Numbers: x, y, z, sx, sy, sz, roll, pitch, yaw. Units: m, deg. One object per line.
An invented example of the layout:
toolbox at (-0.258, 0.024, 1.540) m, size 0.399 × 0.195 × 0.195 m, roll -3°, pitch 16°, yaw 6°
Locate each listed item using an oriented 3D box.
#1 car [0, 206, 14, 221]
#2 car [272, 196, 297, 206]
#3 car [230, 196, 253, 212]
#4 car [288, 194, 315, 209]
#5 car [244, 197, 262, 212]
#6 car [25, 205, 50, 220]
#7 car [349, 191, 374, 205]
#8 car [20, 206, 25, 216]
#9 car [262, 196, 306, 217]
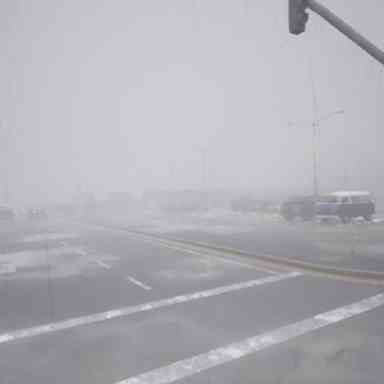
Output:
car at (-20.658, 2.392, 36.390) m, size 1.882 × 1.535 × 5.008 m, roll -1°, pitch -1°, yaw -31°
car at (15.307, 1.495, 55.074) m, size 3.905 × 1.438 × 1.784 m, roll -1°, pitch -1°, yaw -32°
car at (6.803, 1.379, 39.979) m, size 4.605 × 1.855 × 1.932 m, roll -1°, pitch -1°, yaw -32°
car at (16.756, 1.219, 52.571) m, size 4.605 × 1.855 × 1.932 m, roll -1°, pitch -1°, yaw -32°
car at (8.250, 1.527, 37.714) m, size 3.905 × 1.438 × 1.784 m, roll -1°, pitch -1°, yaw -32°
car at (-17.767, 2.378, 38.375) m, size 1.812 × 1.442 × 4.674 m, roll -1°, pitch -1°, yaw -31°
car at (31.690, 0.887, 61.728) m, size 3.866 × 1.878 × 1.905 m, roll -1°, pitch -1°, yaw -32°
car at (-23.015, 2.607, 46.736) m, size 1.812 × 1.442 × 4.674 m, roll -1°, pitch -1°, yaw -32°
car at (9.760, 1.492, 35.244) m, size 3.806 × 1.475 × 1.970 m, roll -1°, pitch -1°, yaw -32°
